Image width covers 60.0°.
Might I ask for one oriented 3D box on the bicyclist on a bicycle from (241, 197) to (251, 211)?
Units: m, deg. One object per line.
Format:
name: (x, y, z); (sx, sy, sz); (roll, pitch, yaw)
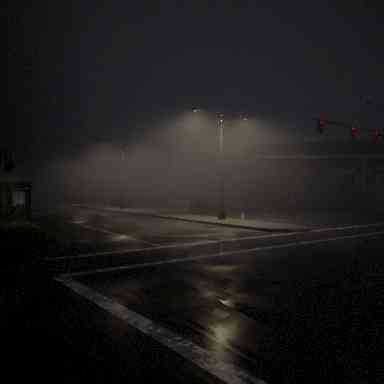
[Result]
bicyclist on a bicycle: (6.331, 1.430, 39.760); (1.656, 1.620, 0.582); (-6, -7, -37)

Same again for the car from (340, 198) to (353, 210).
car: (18.173, 1.456, 42.041); (1.970, 1.475, 3.806); (0, 0, -35)

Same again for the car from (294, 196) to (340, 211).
car: (13.908, 1.295, 38.118); (2.242, 1.667, 4.611); (0, 0, -35)

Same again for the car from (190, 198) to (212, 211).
car: (1.086, 1.478, 41.973); (1.882, 1.535, 5.008); (-1, 0, -13)

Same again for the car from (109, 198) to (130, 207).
car: (-11.077, 1.564, 50.732); (1.994, 1.385, 4.181); (0, 0, -35)
